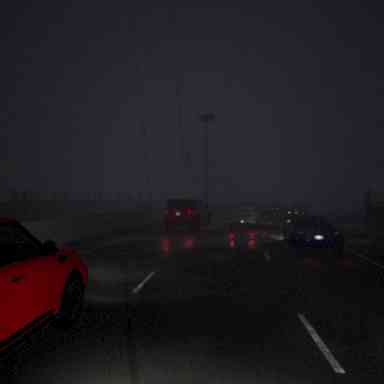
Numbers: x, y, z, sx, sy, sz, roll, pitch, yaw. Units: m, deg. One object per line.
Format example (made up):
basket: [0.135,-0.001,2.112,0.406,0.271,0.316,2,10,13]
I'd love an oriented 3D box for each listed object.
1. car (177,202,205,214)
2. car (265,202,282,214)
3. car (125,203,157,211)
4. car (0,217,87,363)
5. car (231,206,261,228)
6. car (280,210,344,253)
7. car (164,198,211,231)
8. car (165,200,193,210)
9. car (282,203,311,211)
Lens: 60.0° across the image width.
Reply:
car: [-0.095,1.989,43.201,1.994,1.385,4.181,0,-1,27]
car: [10.326,1.970,40.174,2.033,1.411,5.357,0,-1,27]
car: [-5.896,1.967,38.907,1.895,1.301,4.718,0,-1,23]
car: [-3.171,1.254,4.023,2.150,2.045,5.566,0,-1,3]
car: [4.027,1.779,24.555,1.812,1.442,4.674,0,-1,16]
car: [5.204,1.723,14.650,1.994,1.385,4.181,0,-1,10]
car: [-0.181,1.445,22.733,2.150,2.045,5.566,0,-1,14]
car: [-2.068,2.075,54.287,2.033,1.411,5.357,0,-1,31]
car: [10.187,1.887,31.719,2.033,1.411,5.357,0,-1,23]
